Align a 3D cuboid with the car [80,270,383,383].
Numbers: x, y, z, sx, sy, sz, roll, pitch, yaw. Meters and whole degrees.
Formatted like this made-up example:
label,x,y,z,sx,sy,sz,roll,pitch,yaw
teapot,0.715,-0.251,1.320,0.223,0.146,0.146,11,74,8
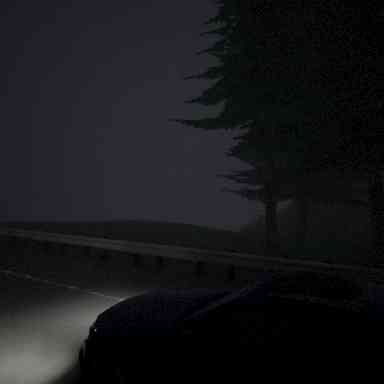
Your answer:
label,x,y,z,sx,sy,sz,roll,pitch,yaw
car,0.944,1.516,3.092,4.674,1.442,1.812,0,0,36
